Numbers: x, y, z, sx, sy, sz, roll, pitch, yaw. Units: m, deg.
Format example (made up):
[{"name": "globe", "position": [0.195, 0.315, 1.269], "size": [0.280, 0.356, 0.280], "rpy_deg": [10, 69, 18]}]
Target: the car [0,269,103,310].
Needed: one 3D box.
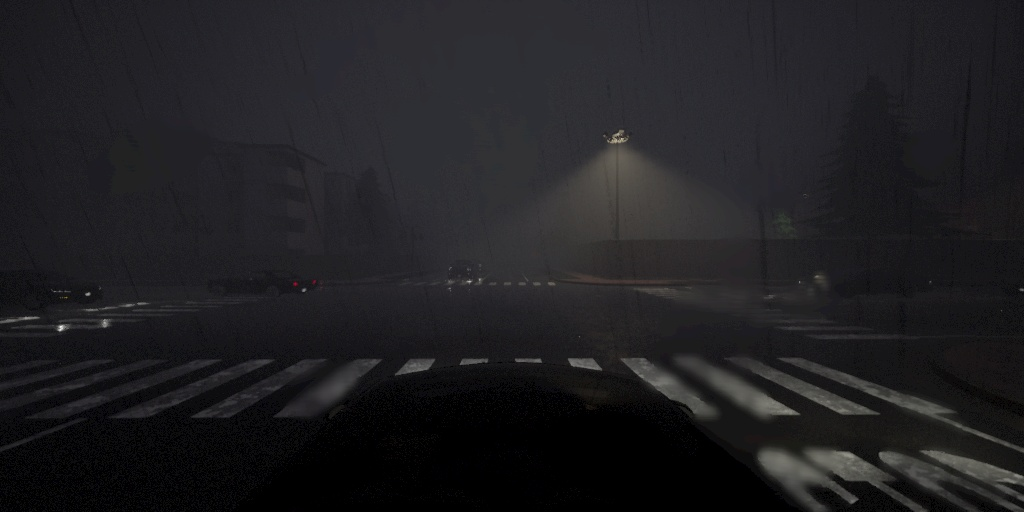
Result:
[{"name": "car", "position": [-19.074, 1.257, 13.991], "size": [4.892, 1.490, 1.837], "rpy_deg": [0, 0, -2]}]

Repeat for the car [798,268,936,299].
[{"name": "car", "position": [17.360, 1.300, 17.663], "size": [5.357, 1.411, 2.033], "rpy_deg": [0, 0, 0]}]

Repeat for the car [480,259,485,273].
[{"name": "car", "position": [-4.398, 1.092, 42.264], "size": [2.097, 1.767, 4.553], "rpy_deg": [0, 0, 0]}]

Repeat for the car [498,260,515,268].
[{"name": "car", "position": [-1.009, 1.288, 59.737], "size": [2.033, 1.411, 5.357], "rpy_deg": [0, 0, -15]}]

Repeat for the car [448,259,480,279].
[{"name": "car", "position": [-4.395, 1.091, 32.353], "size": [2.097, 1.767, 4.553], "rpy_deg": [0, 0, 1]}]

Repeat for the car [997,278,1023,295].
[{"name": "car", "position": [27.266, 1.354, 17.619], "size": [4.718, 1.301, 1.895], "rpy_deg": [0, 0, 0]}]

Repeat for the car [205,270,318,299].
[{"name": "car", "position": [-12.274, 1.354, 17.647], "size": [4.718, 1.301, 1.895], "rpy_deg": [0, 0, 8]}]
